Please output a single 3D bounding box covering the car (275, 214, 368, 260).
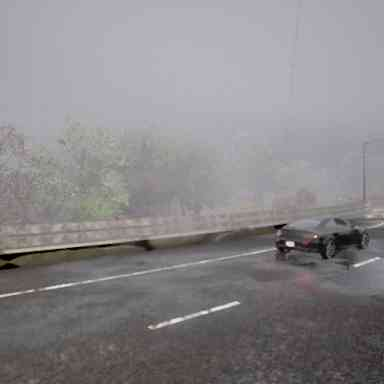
[{"bbox_3d":[4.981,1.561,12.627,4.674,1.442,1.812,0,0,-42],"label":"car"}]

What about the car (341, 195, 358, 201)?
[{"bbox_3d":[40.271,1.579,85.927,1.837,1.490,4.892,0,0,1],"label":"car"}]
